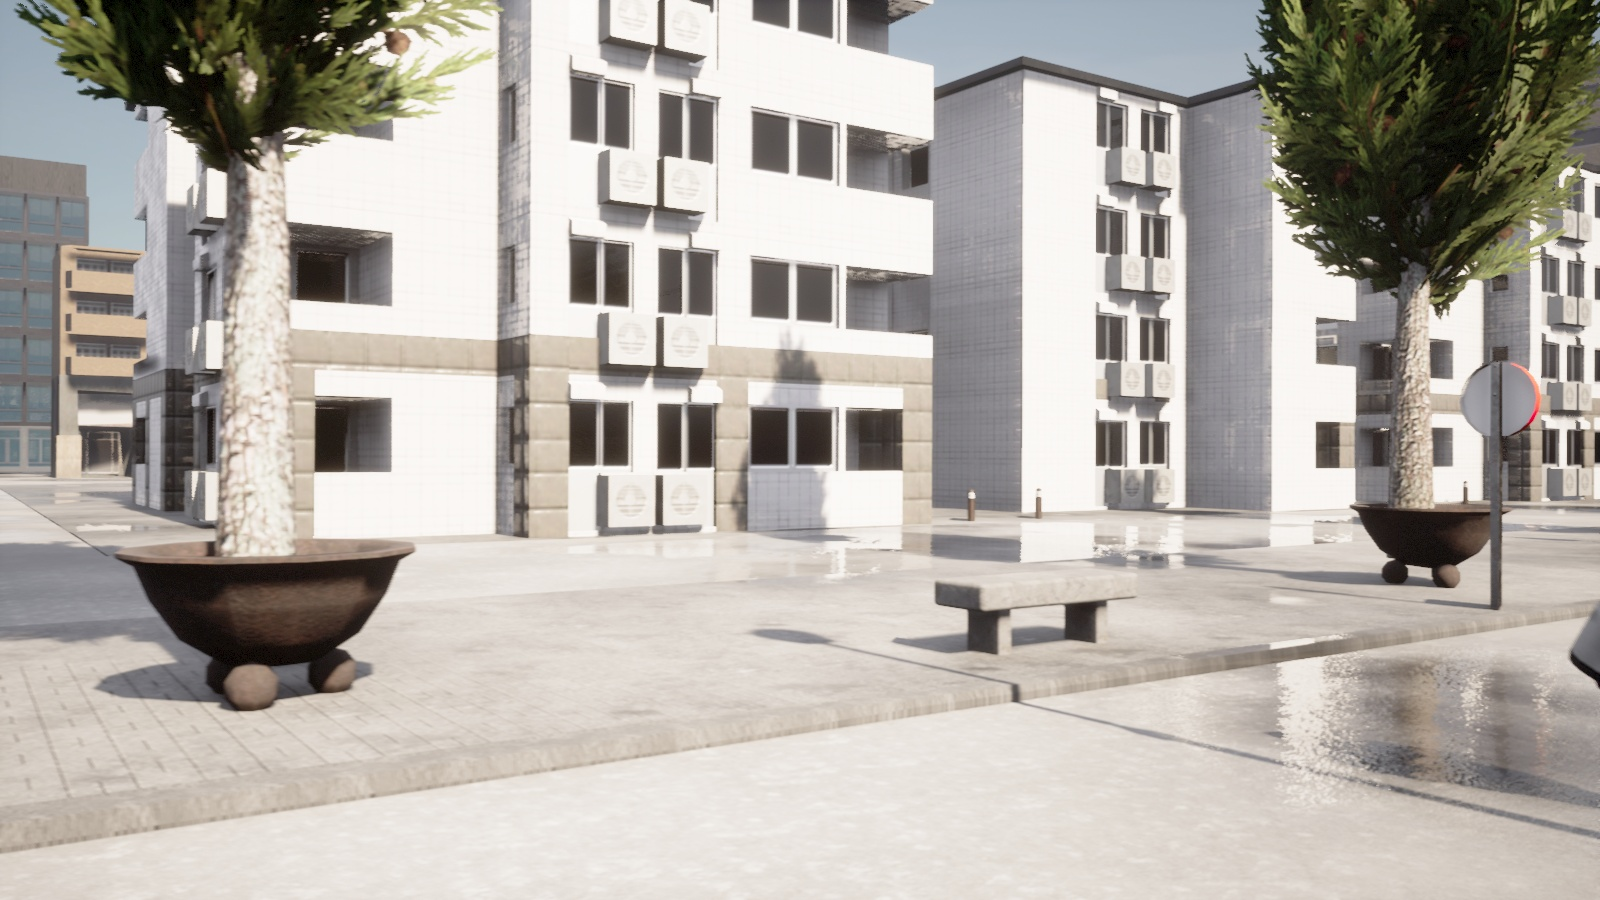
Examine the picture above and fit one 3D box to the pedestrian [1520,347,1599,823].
[{"bbox_3d":[3.625,0.554,5.228,0.659,1.952,0.873,0,0,-30],"label":"pedestrian"}]
